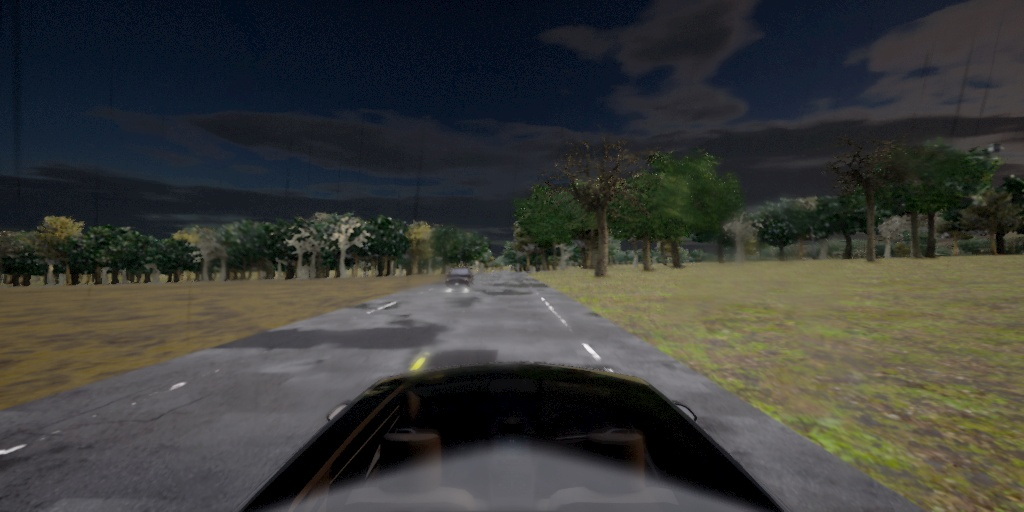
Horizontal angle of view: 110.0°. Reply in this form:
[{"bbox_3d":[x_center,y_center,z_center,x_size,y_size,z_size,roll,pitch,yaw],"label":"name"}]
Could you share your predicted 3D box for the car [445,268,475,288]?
[{"bbox_3d":[-3.951,1.651,28.050,2.033,1.411,5.357,0,-1,-1],"label":"car"}]
